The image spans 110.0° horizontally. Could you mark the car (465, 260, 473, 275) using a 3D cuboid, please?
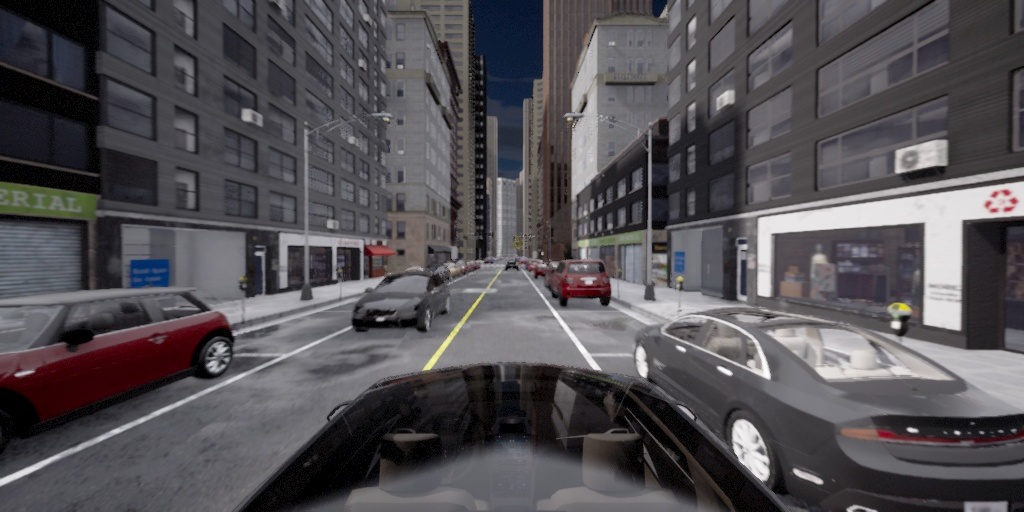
[{"bbox_3d":[-5.673,1.180,38.229,1.967,1.591,4.097,0,0,0],"label":"car"}]

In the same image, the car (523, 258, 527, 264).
[{"bbox_3d":[2.852,1.306,49.536,1.948,1.339,4.313,0,0,0],"label":"car"}]

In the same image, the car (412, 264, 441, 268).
[{"bbox_3d":[-5.671,1.268,21.113,1.751,1.417,4.829,0,0,0],"label":"car"}]

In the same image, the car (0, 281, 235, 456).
[{"bbox_3d":[-5.670,1.189,4.336,1.967,1.591,4.097,0,0,0],"label":"car"}]

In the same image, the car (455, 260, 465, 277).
[{"bbox_3d":[-5.672,1.266,32.411,1.751,1.417,4.829,0,0,0],"label":"car"}]

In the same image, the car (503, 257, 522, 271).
[{"bbox_3d":[0.012,1.248,49.104,1.837,1.490,4.892,0,1,0],"label":"car"}]

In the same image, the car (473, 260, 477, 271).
[{"bbox_3d":[-5.673,1.322,43.878,1.802,1.307,4.207,0,0,0],"label":"car"}]

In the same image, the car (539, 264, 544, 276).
[{"bbox_3d":[2.855,1.324,21.290,1.802,1.307,4.207,0,0,0],"label":"car"}]

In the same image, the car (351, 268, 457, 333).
[{"bbox_3d":[-3.081,1.253,10.859,1.837,1.490,4.892,0,0,0],"label":"car"}]

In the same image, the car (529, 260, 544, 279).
[{"bbox_3d":[2.853,1.285,32.589,1.888,1.381,4.507,0,0,0],"label":"car"}]

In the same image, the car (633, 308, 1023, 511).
[{"bbox_3d":[2.856,1.299,4.341,2.007,1.370,4.403,0,0,0],"label":"car"}]

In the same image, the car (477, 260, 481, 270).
[{"bbox_3d":[-5.673,1.286,49.527,1.888,1.381,4.507,0,0,0],"label":"car"}]

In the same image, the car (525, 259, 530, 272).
[{"bbox_3d":[2.853,1.322,43.887,1.802,1.307,4.207,0,0,0],"label":"car"}]

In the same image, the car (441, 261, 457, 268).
[{"bbox_3d":[-5.672,1.307,26.932,1.948,1.339,4.313,0,0,0],"label":"car"}]

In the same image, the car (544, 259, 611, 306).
[{"bbox_3d":[2.855,1.059,15.643,2.192,1.841,5.009,0,0,0],"label":"car"}]
